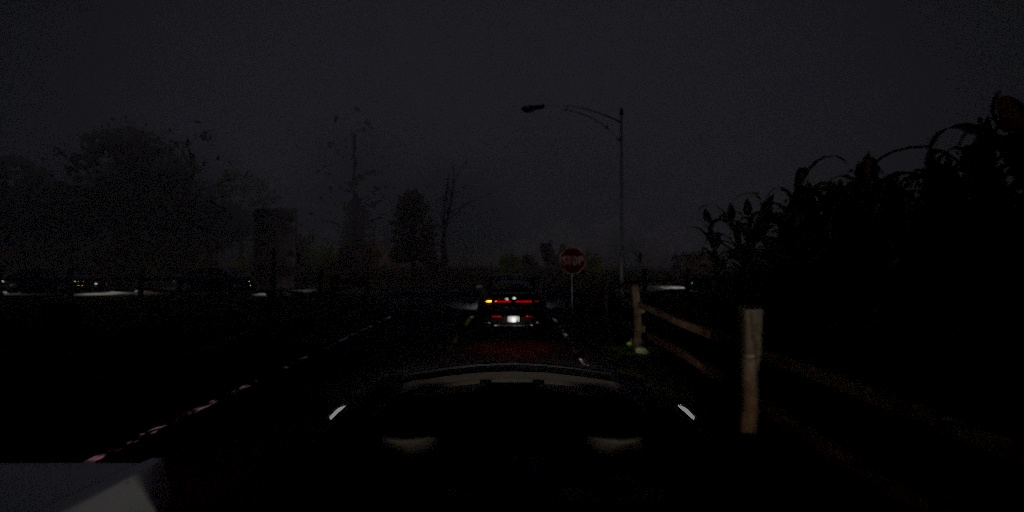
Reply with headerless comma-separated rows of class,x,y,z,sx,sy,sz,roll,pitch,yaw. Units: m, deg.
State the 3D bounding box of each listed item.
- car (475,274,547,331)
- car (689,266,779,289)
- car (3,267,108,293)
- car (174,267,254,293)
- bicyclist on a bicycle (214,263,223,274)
car,-0.075,1.309,11.180,1.837,1.490,4.892,0,0,-3
car,14.572,1.392,23.796,5.357,1.411,2.033,0,0,1
car,-27.263,1.407,21.428,4.892,1.490,1.837,0,0,0
car,-17.130,1.394,21.285,4.892,1.490,1.837,0,0,1
bicyclist on a bicycle,-22.420,1.388,27.333,0.582,1.620,1.656,0,0,1
